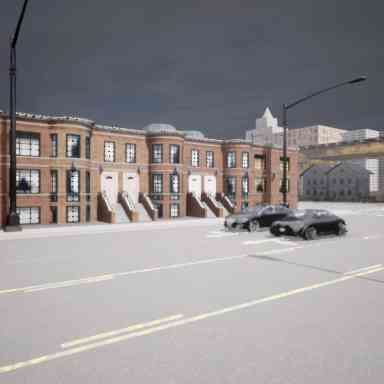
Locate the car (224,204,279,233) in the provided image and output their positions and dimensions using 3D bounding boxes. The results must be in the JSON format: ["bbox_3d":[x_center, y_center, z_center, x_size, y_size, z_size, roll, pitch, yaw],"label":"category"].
[{"bbox_3d":[4.069,1.491,19.603,4.902,1.511,2.128,0,0,-35],"label":"car"}]

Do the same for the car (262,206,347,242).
[{"bbox_3d":[5.837,1.563,16.569,4.181,1.385,1.994,0,0,-35],"label":"car"}]
